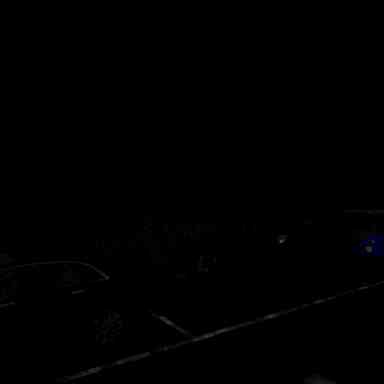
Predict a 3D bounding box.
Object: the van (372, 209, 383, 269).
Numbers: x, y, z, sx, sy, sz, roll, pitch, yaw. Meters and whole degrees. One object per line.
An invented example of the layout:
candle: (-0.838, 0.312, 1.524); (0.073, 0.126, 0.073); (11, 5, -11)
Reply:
van: (6.440, 1.461, 11.242); (3.998, 1.788, 1.690); (1, 0, -36)

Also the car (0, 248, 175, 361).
car: (-2.693, 1.555, 4.726); (4.403, 1.369, 2.008); (1, 0, -36)

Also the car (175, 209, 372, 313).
car: (1.875, 1.377, 7.985); (5.009, 1.841, 2.192); (1, 0, -36)
